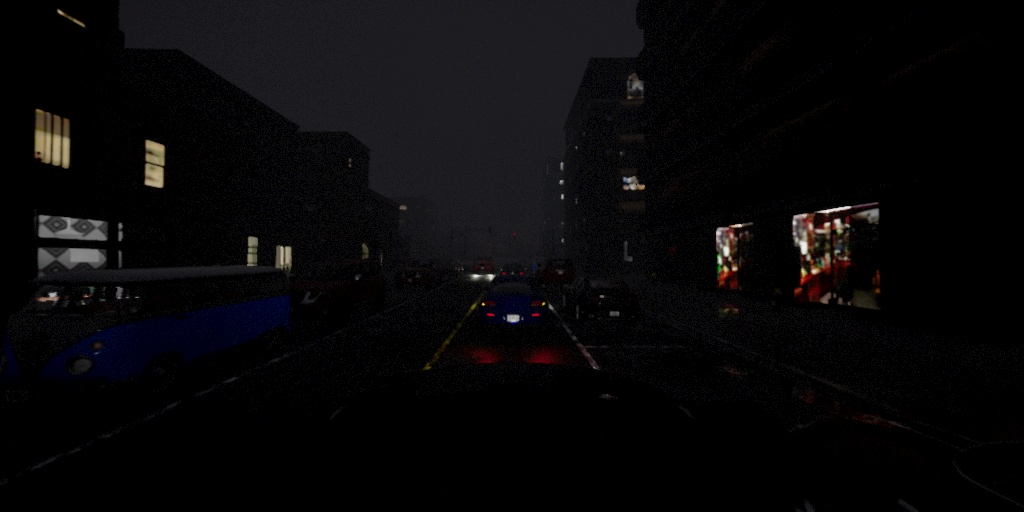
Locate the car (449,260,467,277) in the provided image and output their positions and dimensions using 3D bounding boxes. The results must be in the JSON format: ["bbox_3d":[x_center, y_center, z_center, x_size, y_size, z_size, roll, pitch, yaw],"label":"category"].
[{"bbox_3d":[-5.680,1.115,33.256,1.967,1.591,4.097,0,0,0],"label":"car"}]

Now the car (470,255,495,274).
[{"bbox_3d":[-3.074,0.879,40.158,2.150,2.045,5.566,0,0,0],"label":"car"}]

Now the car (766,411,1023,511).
[{"bbox_3d":[2.691,1.192,0.804,1.967,1.591,4.097,0,0,0],"label":"car"}]

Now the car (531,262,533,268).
[{"bbox_3d":[2.699,1.128,27.839,1.967,1.591,4.097,0,0,0],"label":"car"}]

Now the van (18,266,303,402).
[{"bbox_3d":[-5.688,1.081,6.220,1.690,1.789,3.998,0,0,0],"label":"van"}]

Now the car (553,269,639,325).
[{"bbox_3d":[2.694,1.277,11.617,2.007,1.370,4.403,0,0,0],"label":"car"}]

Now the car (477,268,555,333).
[{"bbox_3d":[0.058,1.256,10.526,1.812,1.442,4.674,0,0,1],"label":"car"}]

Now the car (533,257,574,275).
[{"bbox_3d":[2.697,1.016,22.432,2.192,1.841,5.009,0,0,0],"label":"car"}]

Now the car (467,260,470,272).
[{"bbox_3d":[-5.678,1.200,44.070,2.007,1.370,4.403,0,0,0],"label":"car"}]

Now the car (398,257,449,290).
[{"bbox_3d":[-5.683,1.016,22.442,2.192,1.841,5.009,0,0,0],"label":"car"}]

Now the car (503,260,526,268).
[{"bbox_3d":[0.071,1.238,26.860,2.033,1.411,5.357,0,0,0],"label":"car"}]

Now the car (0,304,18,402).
[{"bbox_3d":[-5.690,1.067,0.813,2.192,1.841,5.009,0,0,0],"label":"car"}]

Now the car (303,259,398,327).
[{"bbox_3d":[-5.686,1.042,11.627,2.192,1.841,5.009,0,0,0],"label":"car"}]
